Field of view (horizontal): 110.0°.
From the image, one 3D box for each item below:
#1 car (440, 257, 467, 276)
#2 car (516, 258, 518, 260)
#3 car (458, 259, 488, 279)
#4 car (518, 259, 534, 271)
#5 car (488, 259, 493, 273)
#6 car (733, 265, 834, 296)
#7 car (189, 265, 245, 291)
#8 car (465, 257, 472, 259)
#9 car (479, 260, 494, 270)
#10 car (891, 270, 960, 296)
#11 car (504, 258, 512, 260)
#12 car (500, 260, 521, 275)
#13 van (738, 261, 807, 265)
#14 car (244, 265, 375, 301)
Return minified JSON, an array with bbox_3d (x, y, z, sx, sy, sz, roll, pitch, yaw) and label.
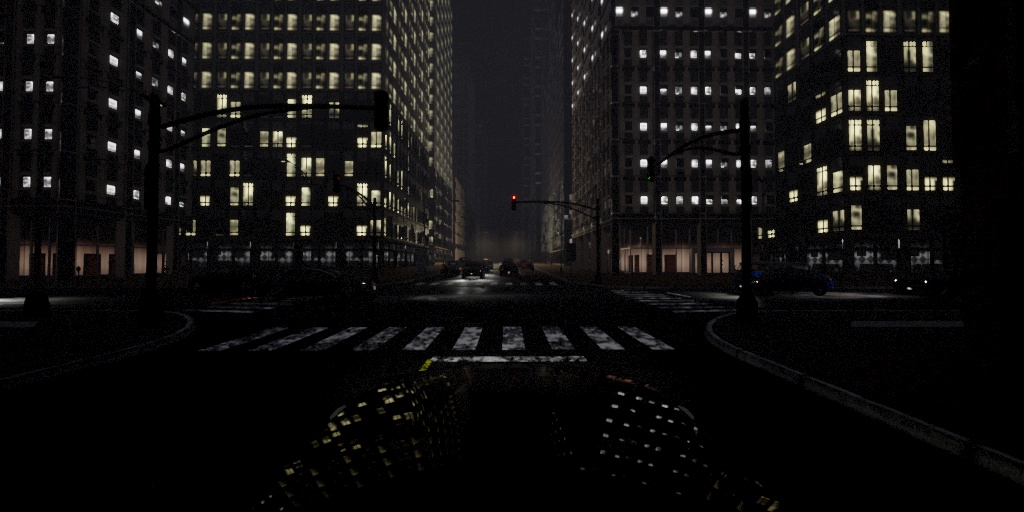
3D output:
[{"bbox_3d":[-6.160,1.203,37.026,1.967,1.591,4.097,0,0,-1],"label":"car"},{"bbox_3d":[1.919,1.298,59.675,1.751,1.417,4.829,0,0,-1],"label":"car"},{"bbox_3d":[-3.519,1.266,33.214,1.837,1.490,4.892,0,0,-1],"label":"car"},{"bbox_3d":[2.069,1.350,48.350,1.802,1.307,4.207,0,0,-1],"label":"car"},{"bbox_3d":[-3.654,1.367,43.431,1.895,1.301,4.718,0,0,-1],"label":"car"},{"bbox_3d":[14.524,1.342,19.212,4.674,1.442,1.812,0,-1,-2],"label":"car"},{"bbox_3d":[-16.755,1.255,21.447,4.097,1.591,1.967,0,0,-1],"label":"car"},{"bbox_3d":[-6.310,1.082,48.176,2.192,1.841,5.009,0,0,-1],"label":"car"},{"bbox_3d":[-3.792,1.318,54.068,2.033,1.411,5.357,0,0,-1],"label":"car"},{"bbox_3d":[23.568,1.435,19.315,4.718,1.301,1.895,0,-1,-1],"label":"car"},{"bbox_3d":[-0.745,1.126,65.343,2.097,1.767,4.553,0,0,-1],"label":"car"},{"bbox_3d":[-0.375,1.365,38.817,1.895,1.301,4.718,0,0,-1],"label":"car"},{"bbox_3d":[15.717,1.210,21.807,3.998,1.789,1.690,0,0,-1],"label":"van"},{"bbox_3d":[-8.961,1.232,16.579,4.902,1.511,2.128,1,-1,-12],"label":"car"}]
